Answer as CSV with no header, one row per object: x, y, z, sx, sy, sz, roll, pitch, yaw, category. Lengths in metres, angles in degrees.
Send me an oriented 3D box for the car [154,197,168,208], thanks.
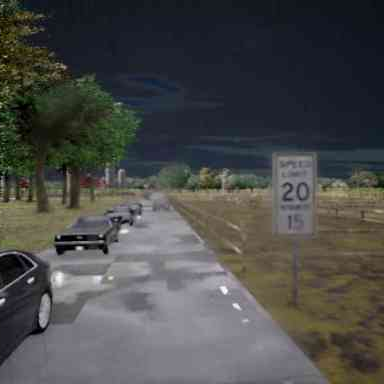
-4.663,1.558,49.704,1.994,1.385,4.181,-1,0,-6,car

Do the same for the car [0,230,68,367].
-3.152,1.543,3.936,1.837,1.490,4.892,-1,0,-5,car

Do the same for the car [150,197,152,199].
-10.279,1.379,77.885,2.033,1.411,5.357,-1,0,-6,car

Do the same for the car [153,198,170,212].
-3.602,1.603,38.885,1.895,1.301,4.718,-1,0,-6,car

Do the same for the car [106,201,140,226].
-5.052,1.609,23.599,1.994,1.385,4.181,-1,0,-4,car

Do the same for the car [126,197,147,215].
-6.029,1.533,33.873,2.128,1.511,4.902,-1,0,-6,car

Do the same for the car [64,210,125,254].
-4.108,1.645,13.729,1.895,1.301,4.718,-1,0,-6,car
